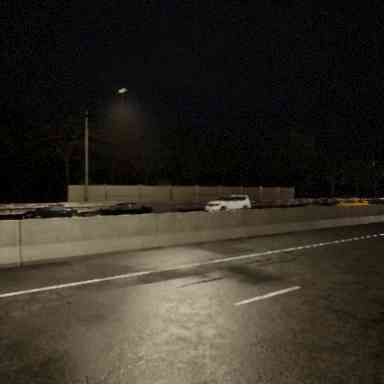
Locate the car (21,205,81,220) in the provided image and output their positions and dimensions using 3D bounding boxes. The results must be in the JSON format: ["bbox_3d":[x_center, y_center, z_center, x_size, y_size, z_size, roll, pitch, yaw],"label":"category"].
[{"bbox_3d":[-10.785,1.694,25.599,4.181,1.385,1.994,0,0,-39],"label":"car"}]

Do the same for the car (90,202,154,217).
[{"bbox_3d":[-5.438,1.598,26.080,5.008,1.535,1.882,0,0,-36],"label":"car"}]

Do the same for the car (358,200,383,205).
[{"bbox_3d":[20.713,1.613,36.584,4.892,1.490,1.837,1,-1,-36],"label":"car"}]

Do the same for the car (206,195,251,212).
[{"bbox_3d":[4.186,1.366,37.455,5.566,2.045,2.150,0,0,-37],"label":"car"}]

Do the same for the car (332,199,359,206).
[{"bbox_3d":[19.326,1.601,39.906,5.008,1.535,1.882,0,0,-36],"label":"car"}]

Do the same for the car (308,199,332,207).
[{"bbox_3d":[16.774,1.632,42.373,4.902,1.511,2.128,0,0,-36],"label":"car"}]
